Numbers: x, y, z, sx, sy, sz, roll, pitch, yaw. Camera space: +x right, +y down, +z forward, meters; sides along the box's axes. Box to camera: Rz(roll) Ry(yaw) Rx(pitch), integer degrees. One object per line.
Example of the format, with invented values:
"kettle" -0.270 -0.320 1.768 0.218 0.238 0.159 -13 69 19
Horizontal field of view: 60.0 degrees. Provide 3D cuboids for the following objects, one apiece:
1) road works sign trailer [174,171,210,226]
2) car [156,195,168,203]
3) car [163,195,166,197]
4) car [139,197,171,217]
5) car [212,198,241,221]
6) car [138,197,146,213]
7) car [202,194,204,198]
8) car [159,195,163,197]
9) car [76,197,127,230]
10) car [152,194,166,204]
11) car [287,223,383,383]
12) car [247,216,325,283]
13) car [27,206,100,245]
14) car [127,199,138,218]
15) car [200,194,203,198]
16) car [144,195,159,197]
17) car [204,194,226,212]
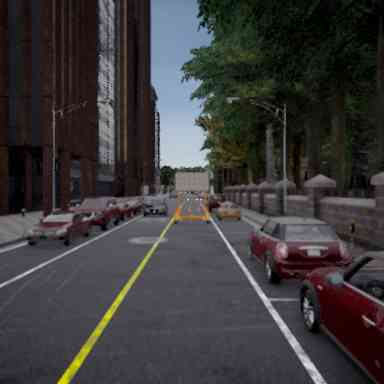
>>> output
"road works sign trailer" 0.010 0.366 22.411 2.380 3.560 2.880 0 0 0
"car" -5.735 1.266 63.895 1.752 1.417 4.829 0 0 0
"car" -5.739 1.325 53.152 1.887 1.381 4.507 0 0 0
"car" -3.082 1.437 29.230 1.994 1.385 4.181 0 0 0
"car" 2.774 1.412 26.037 1.752 1.417 4.829 0 0 0
"car" -5.749 1.410 31.324 1.887 1.381 4.507 0 0 0
"car" 2.784 1.327 47.863 1.752 1.417 4.829 0 0 0
"car" -5.742 1.352 47.695 2.008 1.369 4.403 0 0 0
"car" -5.754 1.225 20.409 2.192 1.841 5.009 0 0 0
"car" -5.737 1.200 58.608 1.967 1.590 4.097 0 0 0
"car" 2.764 1.422 4.041 1.967 1.590 4.097 0 0 0
"car" 2.767 1.398 9.497 1.967 1.590 4.097 0 0 0
"car" -5.756 1.515 14.953 1.802 1.307 4.206 0 0 0
"car" -5.751 1.432 25.866 1.887 1.381 4.507 0 0 0
"car" 2.786 1.347 53.150 1.947 1.339 4.313 0 0 0
"car" -5.744 1.263 42.237 1.967 1.590 4.097 0 0 0
"car" 2.779 1.159 36.779 2.192 1.841 5.009 0 0 0
